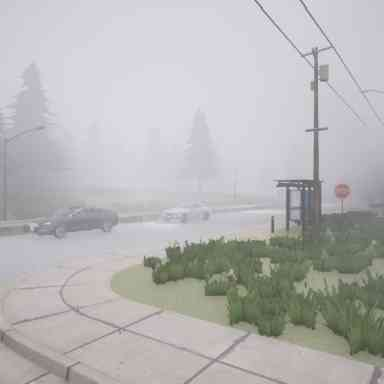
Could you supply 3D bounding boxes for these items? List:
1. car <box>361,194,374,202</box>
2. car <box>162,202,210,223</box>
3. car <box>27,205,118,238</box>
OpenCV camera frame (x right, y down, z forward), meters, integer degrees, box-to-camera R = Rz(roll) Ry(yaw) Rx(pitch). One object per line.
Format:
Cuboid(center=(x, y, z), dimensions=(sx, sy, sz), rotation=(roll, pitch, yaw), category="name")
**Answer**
Cuboid(center=(40.420, 1.355, 76.466), dimensions=(2.097, 1.767, 4.553), rotation=(0, 0, 36), category="car")
Cuboid(center=(-0.319, 1.526, 25.845), dimensions=(1.812, 1.442, 4.674), rotation=(0, 0, 36), category="car")
Cuboid(center=(-6.165, 1.492, 17.772), dimensions=(2.128, 1.511, 4.902), rotation=(0, 0, 36), category="car")
